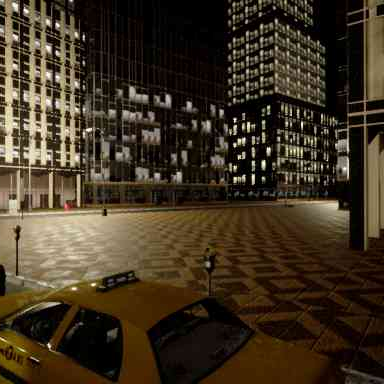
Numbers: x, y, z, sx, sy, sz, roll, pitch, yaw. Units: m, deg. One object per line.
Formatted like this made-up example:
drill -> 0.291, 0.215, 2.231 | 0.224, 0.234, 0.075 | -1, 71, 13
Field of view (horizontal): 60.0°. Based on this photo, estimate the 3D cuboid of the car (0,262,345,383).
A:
car -> -0.964, 1.525, 3.562 | 4.829, 1.417, 1.752 | 0, 0, 35
